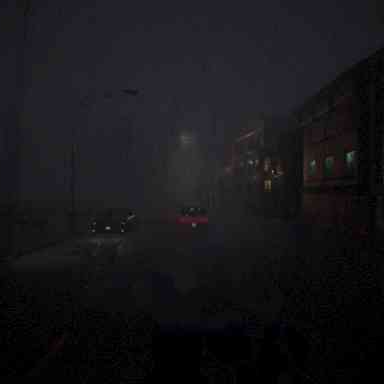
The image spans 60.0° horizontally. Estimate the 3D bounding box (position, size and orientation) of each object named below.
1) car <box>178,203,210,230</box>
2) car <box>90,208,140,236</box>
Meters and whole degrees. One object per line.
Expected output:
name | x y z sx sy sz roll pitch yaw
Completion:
car | 0.101 1.600 21.264 1.895 1.301 4.718 0 0 0
car | -4.096 1.564 18.191 1.994 1.385 4.181 0 0 0
